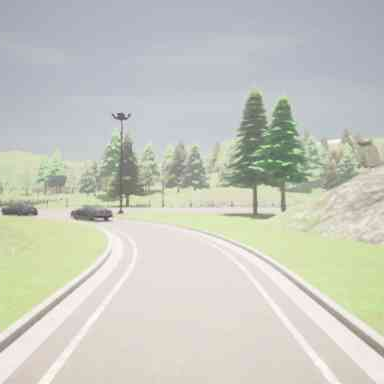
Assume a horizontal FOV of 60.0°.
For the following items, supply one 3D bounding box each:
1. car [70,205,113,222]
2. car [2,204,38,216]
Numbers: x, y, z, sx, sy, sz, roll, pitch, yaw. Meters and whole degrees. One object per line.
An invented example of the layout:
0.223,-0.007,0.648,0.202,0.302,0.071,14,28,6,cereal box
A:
-9.340,1.915,30.781,2.033,1.411,5.357,1,-1,-44,car
-19.701,2.020,38.046,4.181,1.385,1.994,0,-1,25,car
